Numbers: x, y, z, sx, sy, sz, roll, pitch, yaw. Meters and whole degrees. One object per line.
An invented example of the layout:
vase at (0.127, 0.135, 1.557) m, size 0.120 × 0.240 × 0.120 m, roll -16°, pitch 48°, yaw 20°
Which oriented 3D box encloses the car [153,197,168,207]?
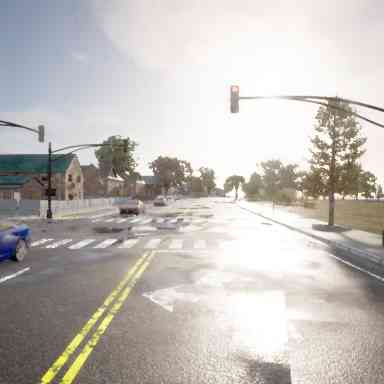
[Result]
car at (-4.971, 1.632, 52.793) m, size 1.837 × 1.490 × 4.892 m, roll 0°, pitch 0°, yaw 3°

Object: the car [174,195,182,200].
car at (-3.204, 1.513, 77.730) m, size 1.812 × 1.442 × 4.674 m, roll 0°, pitch 0°, yaw 5°

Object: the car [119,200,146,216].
car at (-5.888, 1.537, 33.233) m, size 1.882 × 1.535 × 5.008 m, roll 0°, pitch 0°, yaw 2°

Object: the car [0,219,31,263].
car at (-6.442, 1.488, 9.300) m, size 1.882 × 1.535 × 5.008 m, roll 0°, pitch 0°, yaw 1°
